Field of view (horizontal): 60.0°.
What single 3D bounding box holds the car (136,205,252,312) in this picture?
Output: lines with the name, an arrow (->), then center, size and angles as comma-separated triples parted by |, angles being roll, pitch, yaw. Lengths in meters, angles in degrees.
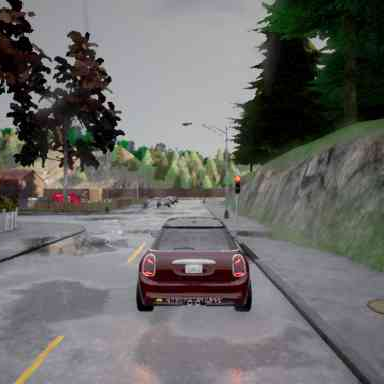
car -> 0.055, 1.352, 7.891 | 2.097, 1.767, 4.553 | 0, 0, 1

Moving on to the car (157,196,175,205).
car -> -4.087, 1.491, 49.060 | 2.128, 1.511, 4.902 | 0, 0, 0

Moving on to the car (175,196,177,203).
car -> -4.064, 1.526, 59.090 | 1.812, 1.442, 4.674 | 0, 0, 0
